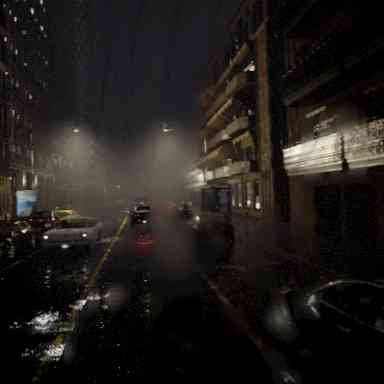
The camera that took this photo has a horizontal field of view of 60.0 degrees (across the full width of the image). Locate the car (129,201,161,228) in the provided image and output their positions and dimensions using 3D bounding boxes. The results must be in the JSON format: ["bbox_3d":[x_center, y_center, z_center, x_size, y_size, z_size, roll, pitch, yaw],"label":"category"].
[{"bbox_3d":[-3.537,1.721,24.525,1.837,1.490,4.892,-2,0,-9],"label":"car"}]

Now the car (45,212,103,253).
[{"bbox_3d":[-5.286,1.835,15.173,1.895,1.301,4.718,-2,0,-9],"label":"car"}]

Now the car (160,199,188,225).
[{"bbox_3d":[-1.117,1.579,25.854,1.967,1.590,4.097,-2,0,-9],"label":"car"}]

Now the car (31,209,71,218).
[{"bbox_3d":[-8.515,1.797,18.973,1.967,1.590,4.097,-2,0,-9],"label":"car"}]

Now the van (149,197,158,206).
[{"bbox_3d":[-8.132,1.909,70.494,1.690,1.788,3.998,-2,0,-9],"label":"van"}]

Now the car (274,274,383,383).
[{"bbox_3d":[2.394,1.500,3.535,1.947,1.339,4.313,-2,0,-9],"label":"car"}]

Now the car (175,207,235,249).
[{"bbox_3d":[0.640,1.586,14.695,2.008,1.369,4.403,-2,0,-9],"label":"car"}]

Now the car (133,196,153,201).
[{"bbox_3d":[-6.886,1.635,45.846,2.150,2.045,5.566,-2,0,-9],"label":"car"}]

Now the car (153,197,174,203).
[{"bbox_3d":[-2.873,1.559,37.015,2.192,1.841,5.009,-2,0,-9],"label":"car"}]

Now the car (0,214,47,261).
[{"bbox_3d":[-7.634,1.856,13.392,2.008,1.369,4.403,-2,0,-9],"label":"car"}]

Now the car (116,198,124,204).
[{"bbox_3d":[-19.908,2.501,91.512,1.967,1.590,4.097,-2,0,-9],"label":"car"}]

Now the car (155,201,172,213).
[{"bbox_3d":[-3.742,1.878,42.594,1.802,1.307,4.206,-2,0,-9],"label":"car"}]

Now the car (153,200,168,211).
[{"bbox_3d":[-4.618,1.930,48.174,1.802,1.307,4.206,-2,0,-9],"label":"car"}]

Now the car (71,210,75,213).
[{"bbox_3d":[-9.362,1.932,24.384,1.752,1.417,4.829,-2,0,-9],"label":"car"}]
